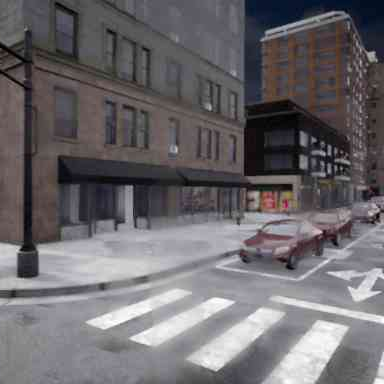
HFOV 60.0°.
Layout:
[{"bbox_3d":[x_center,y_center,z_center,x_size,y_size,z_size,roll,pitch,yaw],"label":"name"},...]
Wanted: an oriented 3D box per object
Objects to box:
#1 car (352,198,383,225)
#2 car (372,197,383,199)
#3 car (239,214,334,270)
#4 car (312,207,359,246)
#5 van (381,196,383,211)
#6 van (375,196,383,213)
[{"bbox_3d":[12.589,1.495,24.475,1.967,1.590,4.097,0,0,35],"label":"car"},{"bbox_3d":[18.851,1.391,33.295,2.192,1.841,5.009,0,0,35],"label":"car"},{"bbox_3d":[3.158,1.603,11.192,1.802,1.307,4.206,0,0,37],"label":"car"},{"bbox_3d":[6.328,1.577,15.655,1.887,1.381,4.507,0,0,35],"label":"car"},{"bbox_3d":[25.112,1.438,42.115,1.690,1.788,3.998,0,0,35],"label":"van"},{"bbox_3d":[21.982,1.428,37.706,1.690,1.788,3.998,0,0,35],"label":"van"}]
